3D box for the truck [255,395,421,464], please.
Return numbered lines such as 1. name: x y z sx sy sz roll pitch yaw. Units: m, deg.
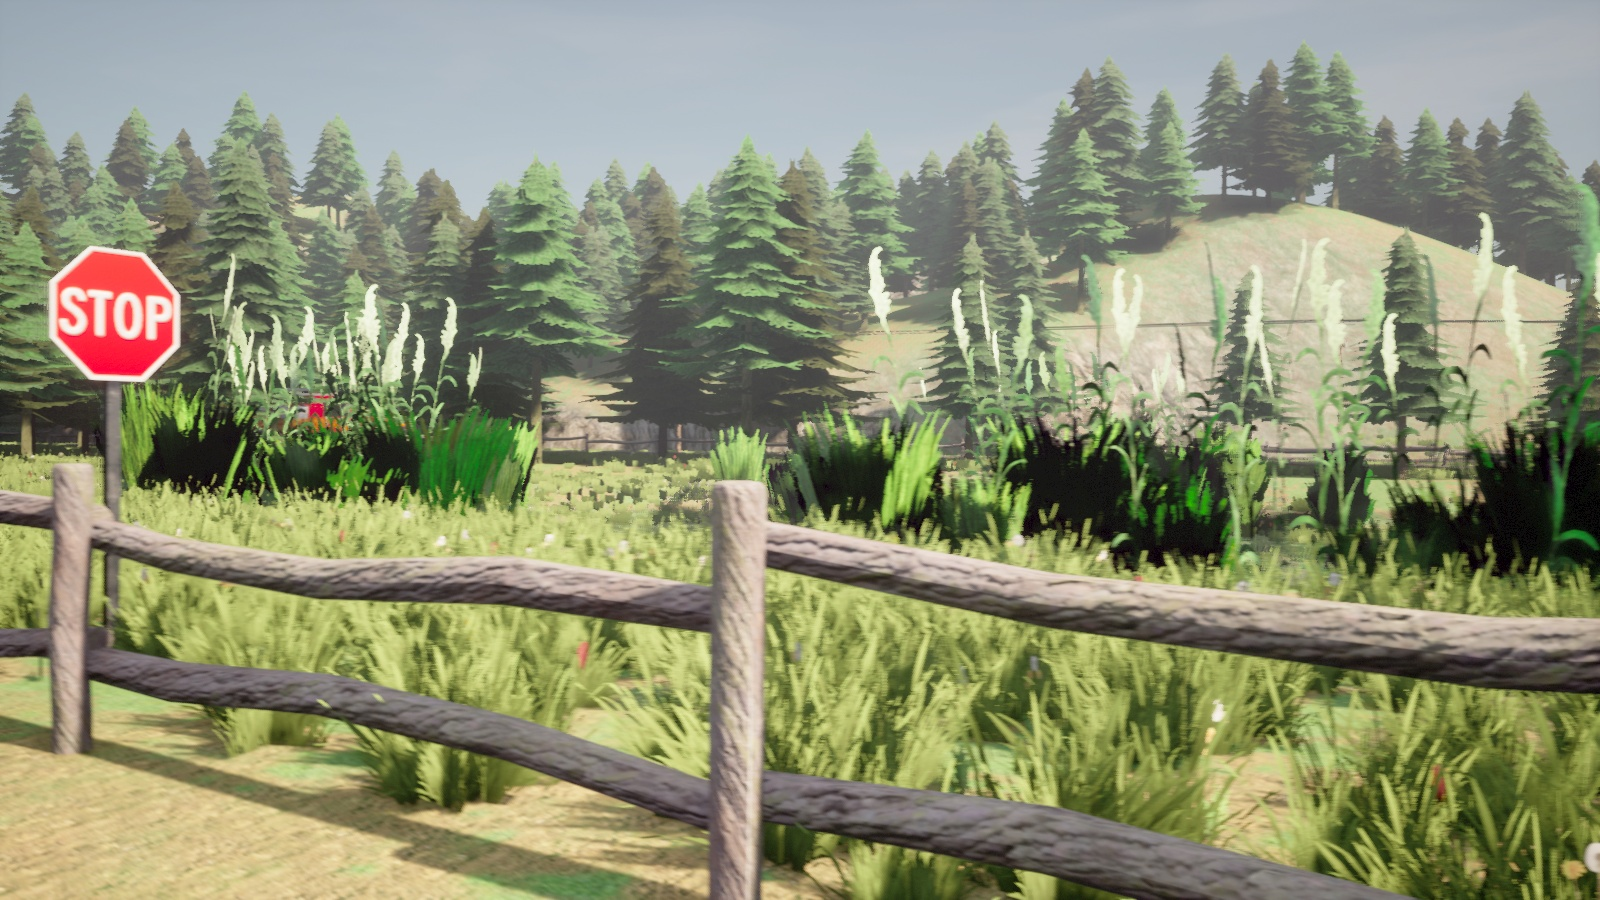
1. truck: -26.359 -1.168 71.895 8.468 3.827 2.891 0 1 6
